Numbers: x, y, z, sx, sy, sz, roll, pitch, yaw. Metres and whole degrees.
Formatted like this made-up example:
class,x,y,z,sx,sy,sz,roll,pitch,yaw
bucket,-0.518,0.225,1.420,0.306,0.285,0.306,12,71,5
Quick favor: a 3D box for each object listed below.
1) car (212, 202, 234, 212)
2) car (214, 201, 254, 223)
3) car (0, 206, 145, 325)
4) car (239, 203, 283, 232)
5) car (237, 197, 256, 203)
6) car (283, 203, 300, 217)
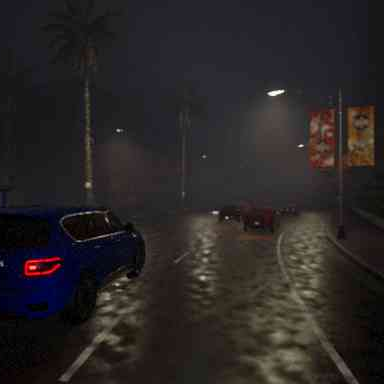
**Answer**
class,x,y,z,sx,sy,sz,roll,pitch,yaw
car,4.707,2.170,49.747,1.994,1.385,4.181,0,-1,23
car,3.756,1.856,29.270,1.837,1.490,4.892,0,-1,22
car,-2.715,1.308,7.510,2.150,2.045,5.566,0,-1,7
car,4.754,1.749,22.354,1.882,1.535,5.008,0,-1,20
car,7.855,1.787,48.214,2.150,2.045,5.566,0,-1,23
car,11.264,2.013,38.121,2.033,1.411,5.357,0,-1,23
